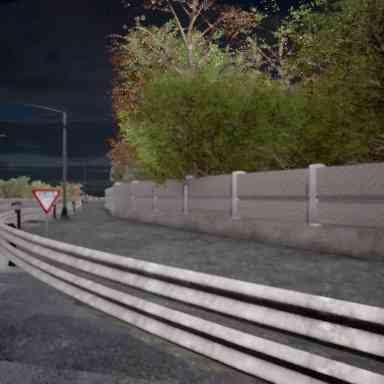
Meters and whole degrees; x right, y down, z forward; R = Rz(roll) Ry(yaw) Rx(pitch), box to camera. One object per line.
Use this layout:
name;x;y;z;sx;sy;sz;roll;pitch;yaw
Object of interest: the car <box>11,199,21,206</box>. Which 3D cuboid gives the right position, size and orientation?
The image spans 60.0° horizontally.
car;-38.420;2.282;72.700;1.895;1.301;4.718;0;0;-29
